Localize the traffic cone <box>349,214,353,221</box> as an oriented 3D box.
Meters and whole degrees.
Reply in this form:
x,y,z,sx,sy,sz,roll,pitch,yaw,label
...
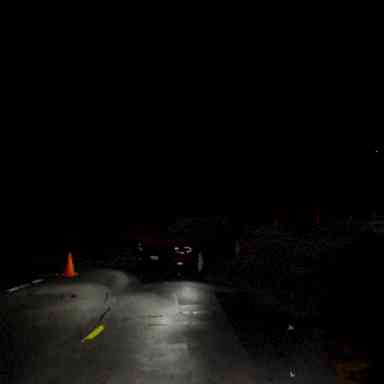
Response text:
x,y,z,sx,sy,sz,roll,pitch,yaw,label
13.674,2.158,28.697,0.340,0.580,0.340,1,0,-38,traffic cone

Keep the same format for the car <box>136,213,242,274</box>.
x,y,z,sx,sy,sz,roll,pitch,yaw,label
0.134,1.493,11.084,1.882,1.535,5.008,1,0,27,car

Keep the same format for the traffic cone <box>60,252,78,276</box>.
x,y,z,sx,sy,sz,roll,pitch,yaw,label
-3.295,1.925,8.947,0.340,0.580,0.340,1,0,19,traffic cone

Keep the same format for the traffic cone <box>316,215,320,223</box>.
x,y,z,sx,sy,sz,roll,pitch,yaw,label
9.747,2.105,25.696,0.340,0.580,0.340,1,0,-37,traffic cone

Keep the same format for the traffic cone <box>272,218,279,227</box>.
x,y,z,sx,sy,sz,roll,pitch,yaw,label
5.652,2.047,22.470,0.340,0.580,0.340,1,0,-42,traffic cone
